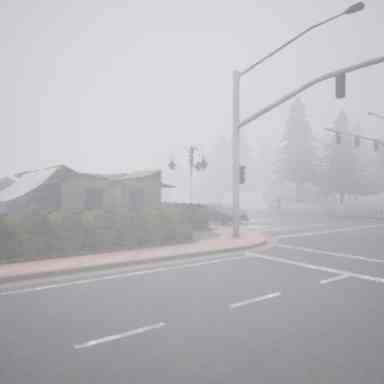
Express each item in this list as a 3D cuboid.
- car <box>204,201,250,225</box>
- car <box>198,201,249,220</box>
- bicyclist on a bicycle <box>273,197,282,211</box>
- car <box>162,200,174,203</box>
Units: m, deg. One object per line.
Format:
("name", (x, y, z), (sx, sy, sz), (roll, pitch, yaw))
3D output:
("car", (1.848, 1.586, 24.828), (2.033, 1.411, 5.357), (0, 0, -37))
("car", (2.711, 1.573, 29.538), (1.812, 1.442, 4.674), (0, 0, -37))
("bicyclist on a bicycle", (9.850, 1.376, 38.285), (1.656, 1.620, 0.582), (0, 0, -37))
("car", (-3.057, 1.595, 37.170), (2.033, 1.411, 5.357), (0, 0, -38))
